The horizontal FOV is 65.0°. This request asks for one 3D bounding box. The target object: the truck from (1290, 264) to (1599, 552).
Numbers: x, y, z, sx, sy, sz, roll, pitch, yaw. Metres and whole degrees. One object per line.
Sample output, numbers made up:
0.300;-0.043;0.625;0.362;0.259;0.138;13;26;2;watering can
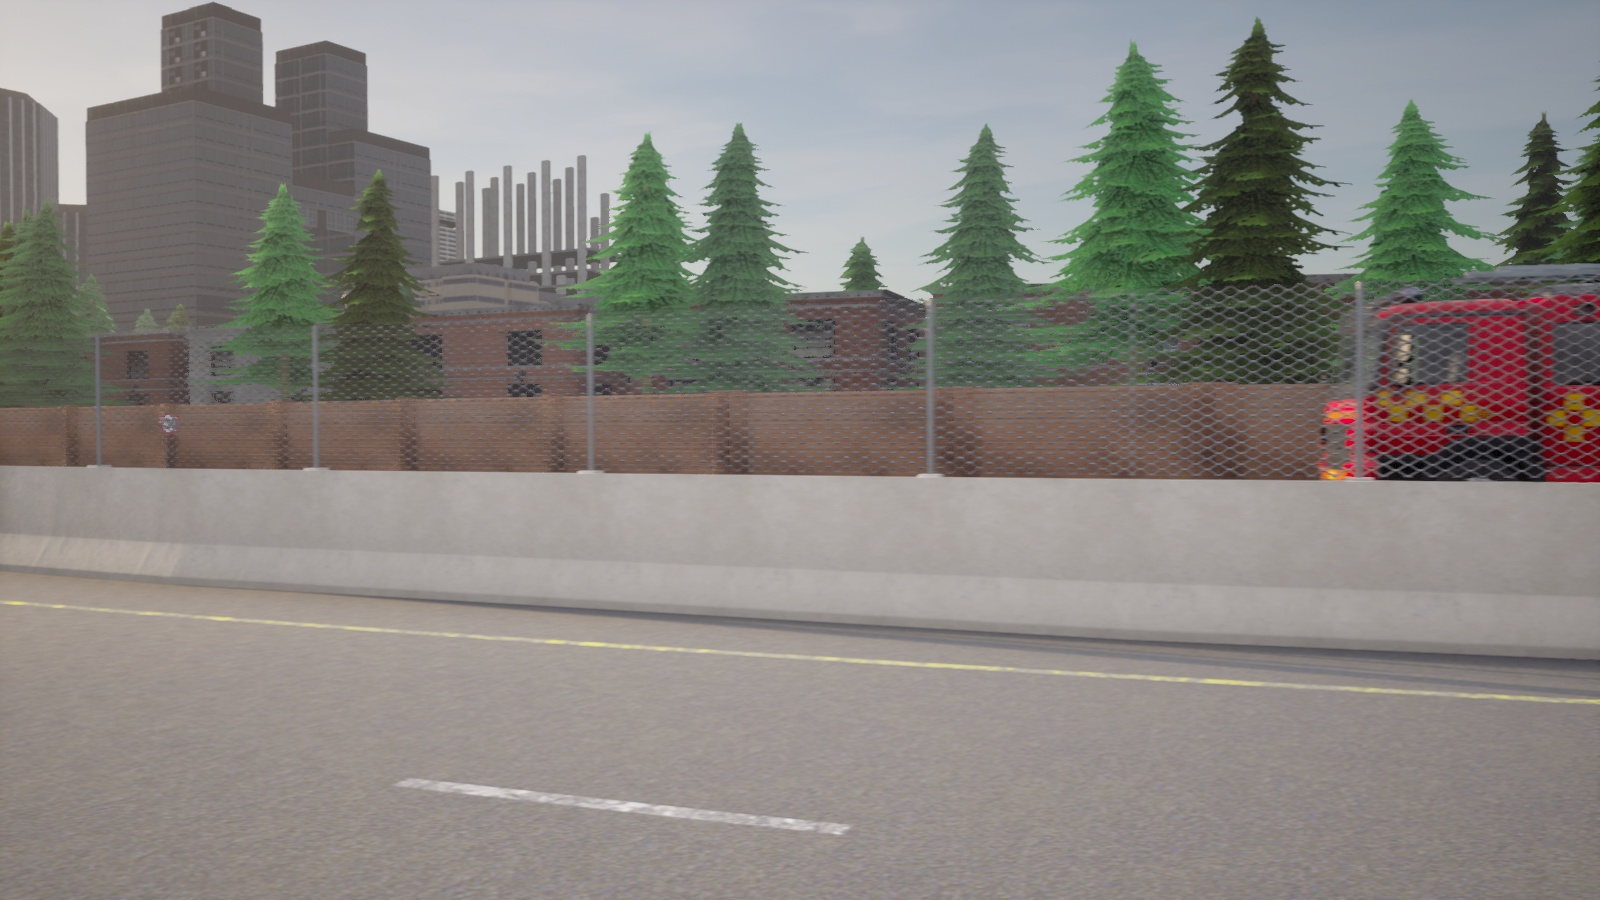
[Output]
11.704;-0.570;17.867;8.468;3.827;2.891;0;1;14;truck
